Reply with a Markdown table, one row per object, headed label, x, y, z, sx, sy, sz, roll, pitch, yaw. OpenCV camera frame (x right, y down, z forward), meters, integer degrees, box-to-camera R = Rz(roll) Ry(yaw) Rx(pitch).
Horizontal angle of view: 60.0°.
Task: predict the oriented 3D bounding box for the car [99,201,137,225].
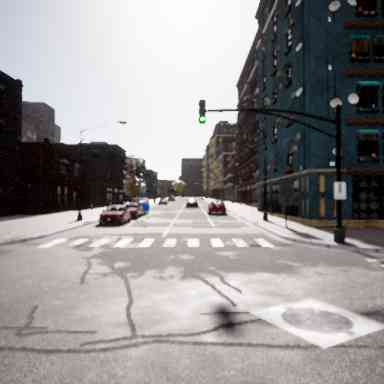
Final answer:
| label | x | y | z | sx | sy | sz | roll | pitch | yaw |
| --- | --- | --- | --- | --- | --- | --- | --- | --- | --- |
| car | -5.741 | 1.667 | 25.240 | 1.887 | 1.381 | 4.507 | 1 | 0 | 0 |

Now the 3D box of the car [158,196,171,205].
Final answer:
| label | x | y | z | sx | sy | sz | roll | pitch | yaw |
| --- | --- | --- | --- | --- | --- | --- | --- | --- | --- |
| car | -5.647 | 1.898 | 65.041 | 1.802 | 1.307 | 4.206 | 1 | 0 | 0 |

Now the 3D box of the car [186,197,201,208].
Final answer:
| label | x | y | z | sx | sy | sz | roll | pitch | yaw |
| --- | --- | --- | --- | --- | --- | --- | --- | --- | --- |
| car | 0.025 | 1.822 | 53.323 | 1.994 | 1.385 | 4.181 | 0 | 0 | 0 |

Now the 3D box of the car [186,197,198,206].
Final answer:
| label | x | y | z | sx | sy | sz | roll | pitch | yaw |
| --- | --- | --- | --- | --- | --- | --- | --- | --- | --- |
| car | 0.029 | 1.798 | 63.332 | 2.128 | 1.511 | 4.902 | 0 | 0 | 0 |

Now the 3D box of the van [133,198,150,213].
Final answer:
| label | x | y | z | sx | sy | sz | roll | pitch | yaw |
| --- | --- | --- | --- | --- | --- | --- | --- | --- | --- |
| van | -5.655 | 1.518 | 36.610 | 1.690 | 1.788 | 3.998 | 1 | 0 | 0 |

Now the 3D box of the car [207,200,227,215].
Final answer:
| label | x | y | z | sx | sy | sz | roll | pitch | yaw |
| --- | --- | --- | --- | --- | --- | --- | --- | --- | --- |
| car | 2.723 | 1.617 | 36.666 | 1.967 | 1.590 | 4.097 | 1 | 0 | 0 |

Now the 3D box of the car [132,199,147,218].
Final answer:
| label | x | y | z | sx | sy | sz | roll | pitch | yaw |
| --- | --- | --- | --- | --- | --- | --- | --- | --- | --- |
| car | -5.662 | 1.694 | 30.921 | 1.887 | 1.381 | 4.507 | 1 | 0 | 0 |

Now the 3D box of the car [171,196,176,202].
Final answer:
| label | x | y | z | sx | sy | sz | roll | pitch | yaw |
| --- | --- | --- | --- | --- | --- | --- | --- | --- | --- |
| car | -5.631 | 1.897 | 93.475 | 1.967 | 1.590 | 4.097 | 1 | 0 | 0 |
